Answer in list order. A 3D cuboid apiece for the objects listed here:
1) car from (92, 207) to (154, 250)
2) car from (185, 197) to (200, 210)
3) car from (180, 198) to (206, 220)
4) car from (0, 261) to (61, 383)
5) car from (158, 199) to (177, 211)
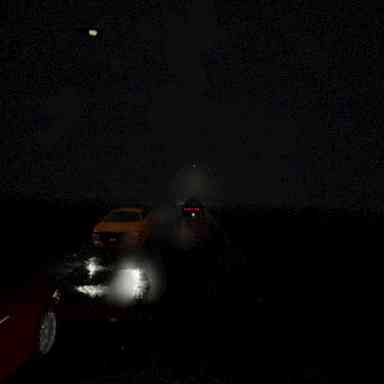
[{"bbox_3d":[-2.825,1.444,14.402,1.882,1.535,5.008,0,0,0],"label":"car"},{"bbox_3d":[0.094,1.491,43.207,1.837,1.490,4.892,0,0,0],"label":"car"},{"bbox_3d":[0.100,1.467,27.888,1.837,1.490,4.892,0,0,0],"label":"car"},{"bbox_3d":[-2.842,1.516,3.213,1.812,1.442,4.674,0,0,0],"label":"car"},{"bbox_3d":[-2.846,1.541,39.384,1.994,1.385,4.181,0,0,0],"label":"car"}]
